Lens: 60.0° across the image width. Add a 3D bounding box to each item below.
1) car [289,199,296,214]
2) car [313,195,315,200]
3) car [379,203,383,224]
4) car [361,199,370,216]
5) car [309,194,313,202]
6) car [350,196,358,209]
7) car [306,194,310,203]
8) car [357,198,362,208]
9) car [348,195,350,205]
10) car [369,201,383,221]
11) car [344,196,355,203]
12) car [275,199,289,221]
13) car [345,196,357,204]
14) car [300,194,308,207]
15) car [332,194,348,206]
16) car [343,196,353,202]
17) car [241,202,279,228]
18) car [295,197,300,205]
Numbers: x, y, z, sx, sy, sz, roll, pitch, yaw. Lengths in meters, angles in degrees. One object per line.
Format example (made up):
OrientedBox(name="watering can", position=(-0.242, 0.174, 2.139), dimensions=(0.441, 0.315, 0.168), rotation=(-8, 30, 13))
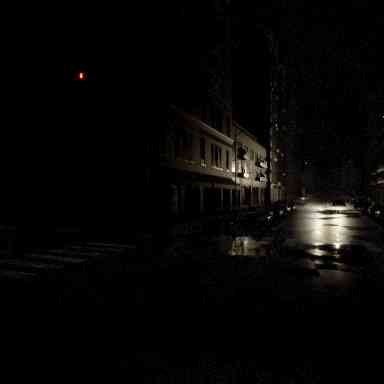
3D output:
OrientedBox(name="car", position=(8.644, 1.553, 32.580), dimensions=(2.008, 1.369, 4.403), rotation=(1, 0, 22))
OrientedBox(name="car", position=(25.353, 1.310, 73.537), dimensions=(2.192, 1.841, 5.009), rotation=(1, 0, 22))
OrientedBox(name="car", position=(12.363, 1.568, 19.124), dimensions=(1.947, 1.339, 4.313), rotation=(1, 0, 22))
OrientedBox(name="car", position=(16.541, 1.553, 29.367), dimensions=(2.008, 1.369, 4.403), rotation=(1, 0, 22))
OrientedBox(name="car", position=(23.263, 1.562, 68.418), dimensions=(1.947, 1.339, 4.313), rotation=(1, 0, 22))
OrientedBox(name="car", position=(22.807, 1.567, 44.730), dimensions=(1.947, 1.339, 4.313), rotation=(1, 0, 22))
OrientedBox(name="car", position=(19.086, 1.565, 58.179), dimensions=(1.947, 1.339, 4.313), rotation=(1, 0, 22))
OrientedBox(name="car", position=(18.630, 1.547, 34.488), dimensions=(1.887, 1.381, 4.507), rotation=(1, 0, 22))
OrientedBox(name="car", position=(26.985, 1.550, 54.972), dimensions=(2.008, 1.369, 4.403), rotation=(1, 0, 22))
OrientedBox(name="car", position=(14.452, 1.547, 24.245), dimensions=(1.887, 1.381, 4.507), rotation=(1, 0, 22))
OrientedBox(name="car", position=(33.252, 1.577, 70.335), dimensions=(1.802, 1.307, 4.206), rotation=(1, 0, 22))
OrientedBox(name="car", position=(6.556, 1.568, 27.460), dimensions=(1.947, 1.339, 4.313), rotation=(1, 0, 22))
OrientedBox(name="car", position=(31.163, 1.562, 65.214), dimensions=(1.947, 1.339, 4.313), rotation=(1, 0, 22))
OrientedBox(name="car", position=(16.934, 1.525, 52.902), dimensions=(1.752, 1.417, 4.829), rotation=(1, 0, 22))
OrientedBox(name="car", position=(24.019, 1.525, 54.483), dimensions=(1.812, 1.442, 4.674), rotation=(0, 0, 22))
OrientedBox(name="car", position=(35.341, 1.559, 75.457), dimensions=(1.947, 1.339, 4.313), rotation=(1, 0, 22))
OrientedBox(name="car", position=(4.467, 1.584, 22.341), dimensions=(1.802, 1.307, 4.206), rotation=(1, 0, 22))
OrientedBox(name="car", position=(10.733, 1.547, 37.700), dimensions=(1.887, 1.381, 4.507), rotation=(1, 0, 22))
